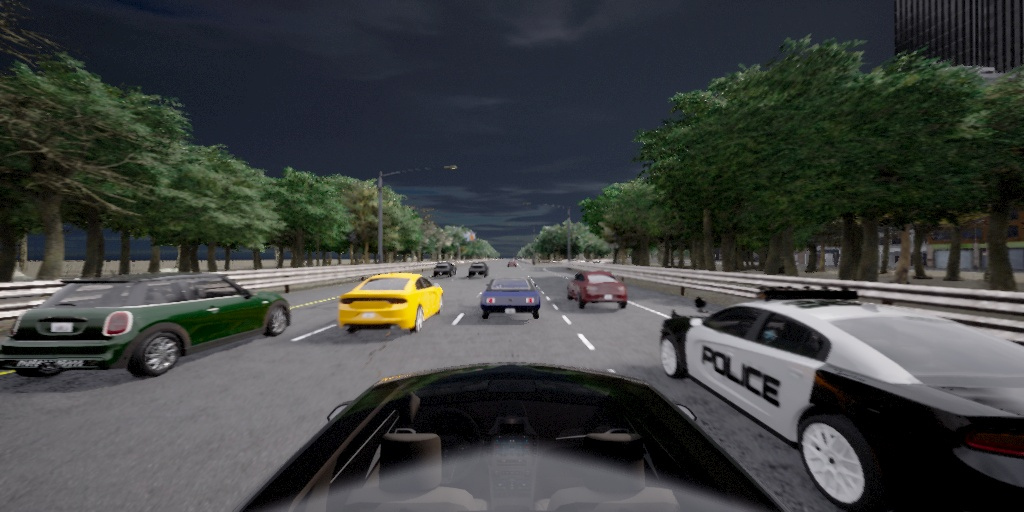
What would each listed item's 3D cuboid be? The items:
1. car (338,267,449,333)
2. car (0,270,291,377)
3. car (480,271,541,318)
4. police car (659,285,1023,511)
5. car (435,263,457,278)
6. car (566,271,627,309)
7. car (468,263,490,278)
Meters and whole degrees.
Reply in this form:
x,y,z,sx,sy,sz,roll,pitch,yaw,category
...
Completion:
x,y,z,sx,sy,sz,roll,pitch,yaw,category
-3.401,1.272,10.978,1.882,1.535,5.008,0,0,0,car
-6.901,1.130,7.621,2.097,1.767,4.553,0,0,0,car
-0.034,1.405,13.209,1.895,1.301,4.718,0,0,0,car
3.500,1.188,4.438,1.930,1.638,5.238,0,0,0,police car
-6.895,1.420,37.275,1.837,1.490,4.892,0,0,0,car
3.501,1.339,15.327,1.812,1.442,4.674,0,0,0,car
-3.395,1.420,37.238,1.837,1.490,4.892,0,0,0,car
